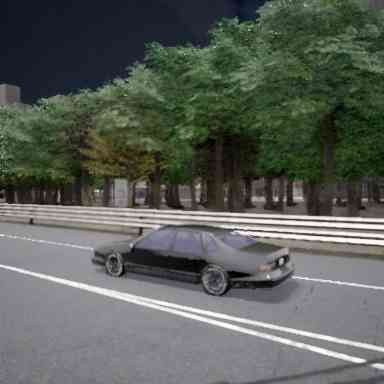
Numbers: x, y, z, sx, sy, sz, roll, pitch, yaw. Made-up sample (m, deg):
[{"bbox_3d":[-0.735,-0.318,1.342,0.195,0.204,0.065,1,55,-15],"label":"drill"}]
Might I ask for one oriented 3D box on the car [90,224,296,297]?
[{"bbox_3d":[-0.174,1.553,8.581,5.357,1.411,2.033,0,0,32],"label":"car"}]
